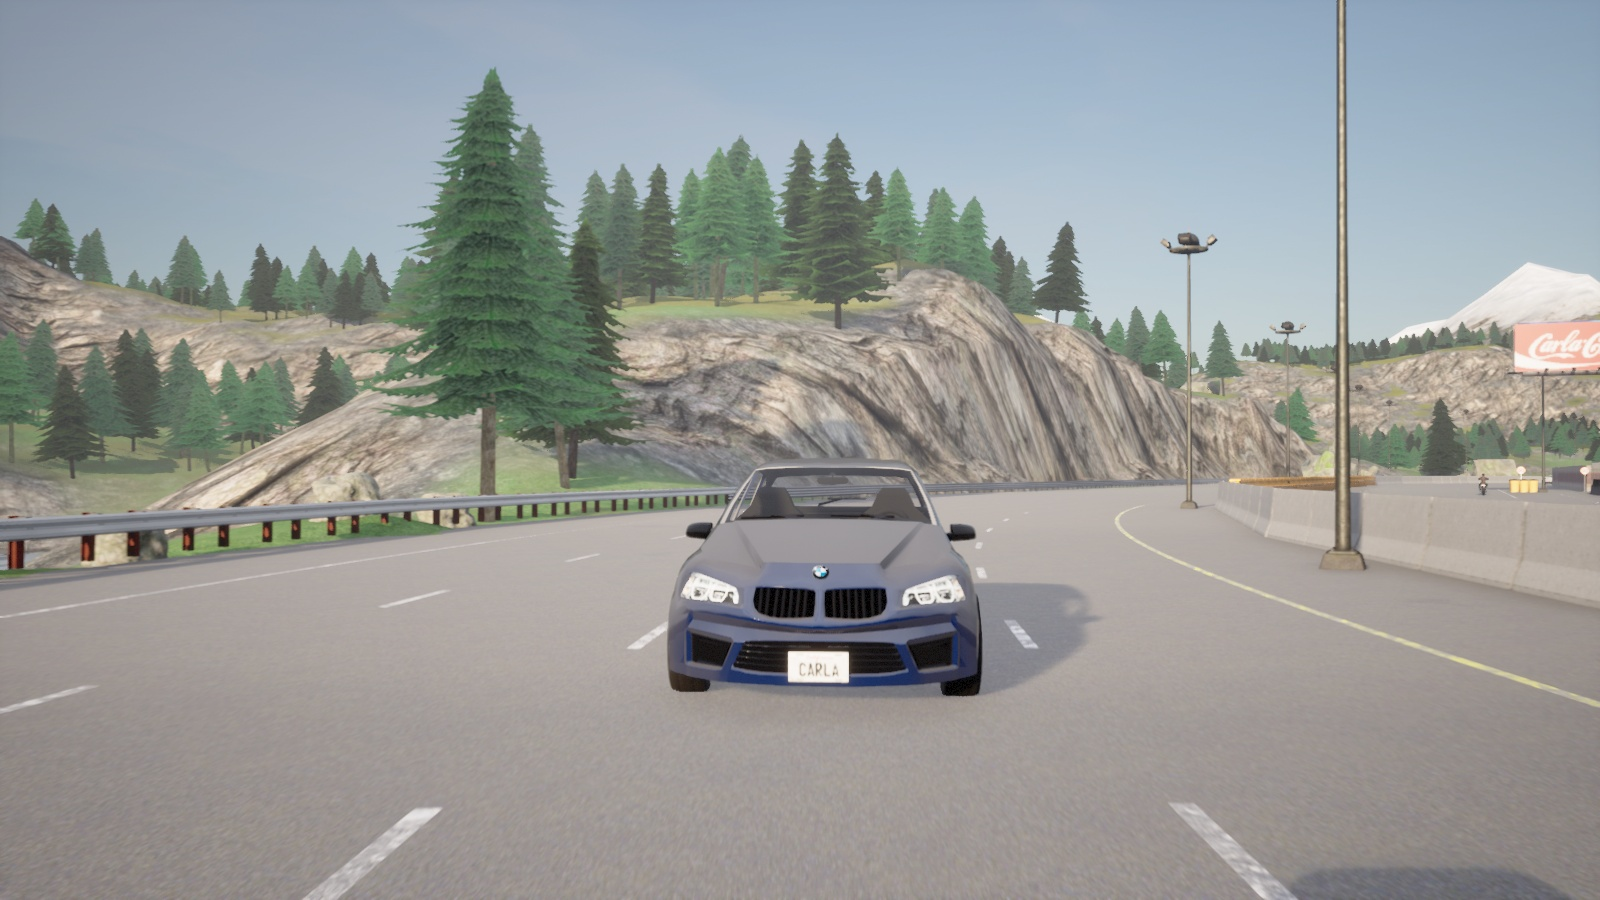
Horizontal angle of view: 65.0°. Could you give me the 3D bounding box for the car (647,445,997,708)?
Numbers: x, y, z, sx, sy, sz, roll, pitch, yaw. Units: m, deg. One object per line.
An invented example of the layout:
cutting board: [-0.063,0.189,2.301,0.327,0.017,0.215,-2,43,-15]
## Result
car: [0.282,0.827,10.364,2.242,1.667,4.611,0,0,4]
